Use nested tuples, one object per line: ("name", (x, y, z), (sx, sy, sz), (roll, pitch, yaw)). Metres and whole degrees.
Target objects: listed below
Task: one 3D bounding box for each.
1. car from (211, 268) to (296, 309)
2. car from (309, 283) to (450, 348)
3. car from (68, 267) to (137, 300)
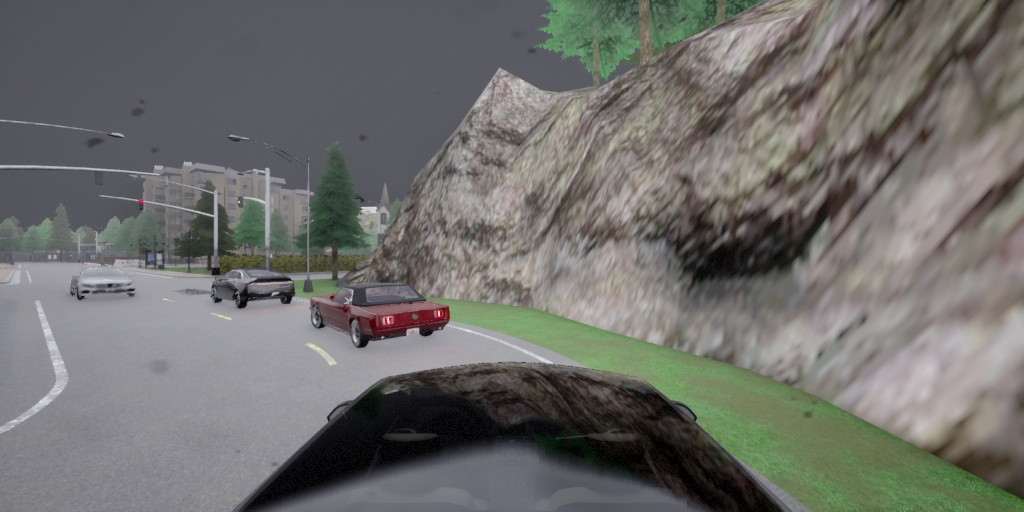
("car", (-10.967, 1.241, 15.095), (4.902, 1.511, 2.128), (0, 0, 37))
("car", (-3.683, 1.351, 9.361), (1.895, 1.301, 4.718), (0, 0, -44))
("car", (-20.245, 1.276, 17.746), (4.674, 1.442, 1.812), (0, -1, 36))
